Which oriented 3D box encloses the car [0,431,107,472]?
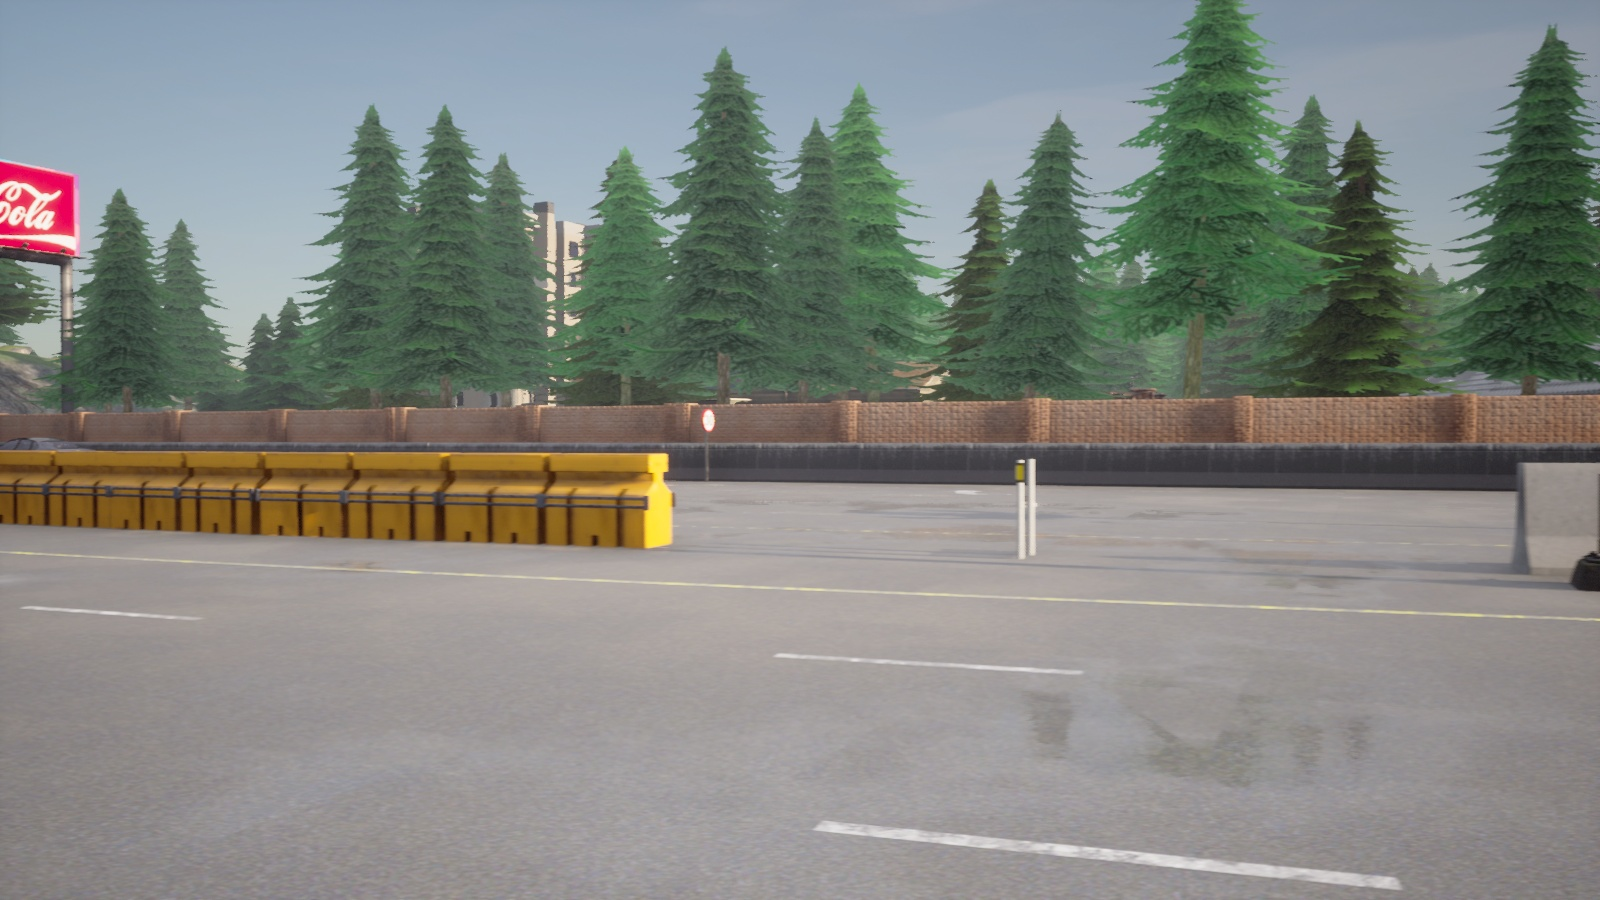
[{"bbox_3d":[-28.201,0.031,46.129,5.357,1.411,2.033,1,1,25],"label":"car"}]
